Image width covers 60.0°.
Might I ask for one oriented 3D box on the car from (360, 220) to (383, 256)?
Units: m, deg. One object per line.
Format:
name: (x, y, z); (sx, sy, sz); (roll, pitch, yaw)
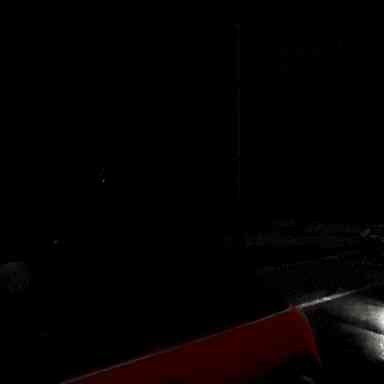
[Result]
car: (7.513, 1.333, 11.243); (4.097, 1.590, 1.967); (0, 0, -33)

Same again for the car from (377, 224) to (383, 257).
car: (6.385, 1.455, 7.458); (4.674, 1.442, 1.812); (0, 1, -32)

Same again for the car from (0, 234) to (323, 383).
car: (-1.094, 1.323, 2.640); (4.553, 1.767, 2.097); (0, 1, -33)

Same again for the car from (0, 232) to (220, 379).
car: (-1.788, 1.528, 5.259); (4.206, 1.307, 1.802); (0, 0, -33)
